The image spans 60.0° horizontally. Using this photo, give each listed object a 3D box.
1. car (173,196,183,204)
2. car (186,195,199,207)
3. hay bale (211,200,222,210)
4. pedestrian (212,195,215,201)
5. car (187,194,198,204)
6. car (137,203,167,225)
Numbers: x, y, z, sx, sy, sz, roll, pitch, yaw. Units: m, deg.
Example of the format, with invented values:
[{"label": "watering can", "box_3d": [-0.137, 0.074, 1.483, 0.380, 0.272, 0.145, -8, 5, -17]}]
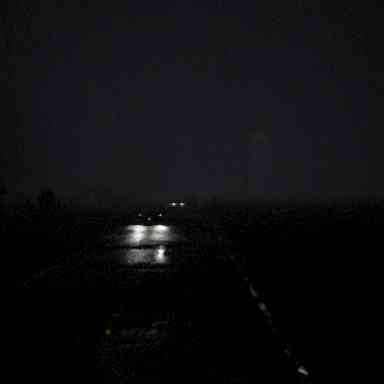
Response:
[{"label": "car", "box_3d": [-2.720, 1.502, 66.694, 1.882, 1.535, 5.008, 0, 0, 0]}, {"label": "car", "box_3d": [0.032, 1.574, 51.573, 1.994, 1.385, 4.181, 0, 0, 0]}, {"label": "hay bale", "box_3d": [3.156, 1.659, 43.161, 1.220, 1.180, 1.240, 1, 1, 0]}, {"label": "pedestrian", "box_3d": [2.849, 1.283, 44.256, 0.375, 1.860, 0.375, -1, 1, -3]}, {"label": "car", "box_3d": [0.036, 1.377, 64.786, 2.097, 1.767, 4.553, 0, 0, 0]}, {"label": "car", "box_3d": [-2.835, 1.521, 24.472, 1.812, 1.442, 4.674, 0, 0, 0]}]
